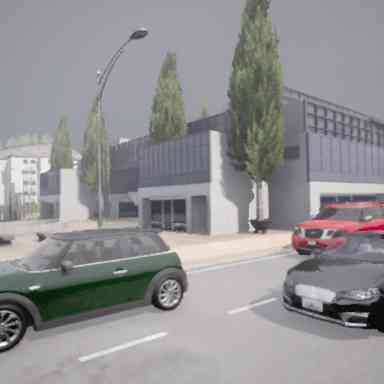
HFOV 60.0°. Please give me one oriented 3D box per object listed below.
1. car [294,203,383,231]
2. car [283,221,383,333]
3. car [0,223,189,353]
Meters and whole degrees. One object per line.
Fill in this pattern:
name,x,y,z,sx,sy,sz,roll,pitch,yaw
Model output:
car,6.401,1.468,13.479,5.566,2.045,2.150,0,-2,-38
car,3.920,1.614,7.066,4.902,1.511,2.128,0,-2,-38
car,-2.353,1.586,6.686,4.553,1.767,2.097,0,-2,-36
